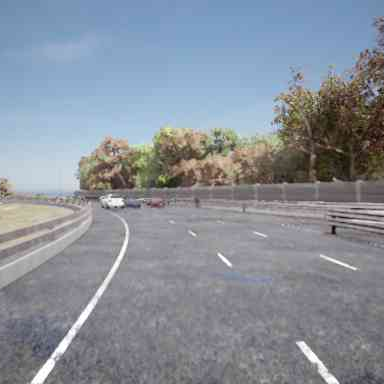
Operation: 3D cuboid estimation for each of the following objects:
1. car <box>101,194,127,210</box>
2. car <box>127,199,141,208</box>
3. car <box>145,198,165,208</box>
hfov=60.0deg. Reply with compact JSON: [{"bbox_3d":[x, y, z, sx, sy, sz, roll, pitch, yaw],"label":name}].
[{"bbox_3d":[-11.212,1.346,46.574,2.150,2.045,5.566,0,0,-26],"label":"car"},{"bbox_3d":[-9.267,1.685,50.302,1.994,1.385,4.181,0,0,-28],"label":"car"},{"bbox_3d":[-5.652,1.633,50.974,1.812,1.442,4.674,0,0,-27],"label":"car"}]
